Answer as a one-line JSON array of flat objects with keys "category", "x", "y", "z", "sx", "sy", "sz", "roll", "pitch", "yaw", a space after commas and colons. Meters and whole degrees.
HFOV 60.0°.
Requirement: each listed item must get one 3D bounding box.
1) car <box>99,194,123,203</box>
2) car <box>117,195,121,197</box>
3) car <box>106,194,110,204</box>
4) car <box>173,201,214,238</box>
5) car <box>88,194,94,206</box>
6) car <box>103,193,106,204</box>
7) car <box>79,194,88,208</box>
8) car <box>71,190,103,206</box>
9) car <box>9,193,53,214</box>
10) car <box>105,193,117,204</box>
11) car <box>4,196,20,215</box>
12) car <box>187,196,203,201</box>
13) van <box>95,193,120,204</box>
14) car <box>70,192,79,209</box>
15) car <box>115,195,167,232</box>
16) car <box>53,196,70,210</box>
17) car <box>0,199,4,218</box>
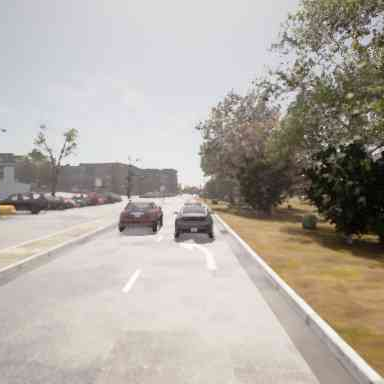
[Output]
[{"category": "car", "x": -16.648, "y": 1.323, "z": 68.432, "sx": 4.553, "sy": 1.767, "sz": 2.185, "roll": -1, "pitch": 0, "yaw": -19}, {"category": "car", "x": -16.736, "y": 1.180, "z": 62.418, "sx": 5.566, "sy": 2.045, "sz": 2.435, "roll": -1, "pitch": 0, "yaw": -20}, {"category": "car", "x": -16.786, "y": 1.454, "z": 56.385, "sx": 4.674, "sy": 1.452, "sz": 2.002, "roll": -1, "pitch": 0, "yaw": -20}, {"category": "car", "x": 0.096, "y": 1.440, "z": 17.387, "sx": 1.837, "sy": 1.490, "sz": 4.892, "roll": 0, "pitch": 0, "yaw": 0}, {"category": "car", "x": -16.833, "y": 1.419, "z": 47.364, "sx": 4.792, "sy": 1.488, "sz": 2.163, "roll": -1, "pitch": 0, "yaw": -20}, {"category": "car", "x": -16.975, "y": 1.405, "z": 53.318, "sx": 5.366, "sy": 1.575, "sz": 1.946, "roll": -1, "pitch": 0, "yaw": -20}, {"category": "car", "x": -16.816, "y": 1.385, "z": 44.380, "sx": 4.892, "sy": 1.521, "sz": 2.231, "roll": -1, "pitch": 0, "yaw": -20}, {"category": "car", "x": -16.834, "y": 1.147, "z": 50.368, "sx": 5.566, "sy": 2.045, "sz": 2.435, "roll": -1, "pitch": 0, "yaw": -20}, {"category": "car", "x": -16.841, "y": 1.127, "z": 32.357, "sx": 5.566, "sy": 2.045, "sz": 2.435, "roll": -1, "pitch": 0, "yaw": -20}, {"category": "car", "x": -16.808, "y": 1.171, "z": 59.382, "sx": 5.566, "sy": 2.045, "sz": 2.435, "roll": -1, "pitch": 0, "yaw": -20}, {"category": "car", "x": -16.990, "y": 1.391, "z": 26.307, "sx": 5.366, "sy": 1.575, "sz": 1.946, "roll": -1, "pitch": 0, "yaw": -20}, {"category": "car", "x": 0.092, "y": 1.433, "z": 35.471, "sx": 2.033, "sy": 1.411, "sz": 5.357, "roll": 0, "pitch": 0, "yaw": 0}, {"category": "van", "x": -16.622, "y": 1.213, "z": 65.454, "sx": 4.442, "sy": 1.987, "sz": 1.878, "roll": -1, "pitch": 0, "yaw": -19}, {"category": "car", "x": -16.844, "y": 1.254, "z": 41.370, "sx": 4.553, "sy": 1.767, "sz": 2.185, "roll": -1, "pitch": 0, "yaw": -20}, {"category": "car", "x": -2.905, "y": 1.276, "z": 19.815, "sx": 2.097, "sy": 1.767, "sz": 4.553, "roll": 0, "pitch": 0, "yaw": 0}, {"category": "car", "x": -16.782, "y": 1.250, "z": 38.384, "sx": 4.553, "sy": 1.767, "sz": 2.185, "roll": -1, "pitch": 0, "yaw": -20}, {"category": "car", "x": -16.644, "y": 1.394, "z": 23.440, "sx": 5.366, "sy": 1.575, "sz": 1.946, "roll": -1, "pitch": 0, "yaw": -20}]
